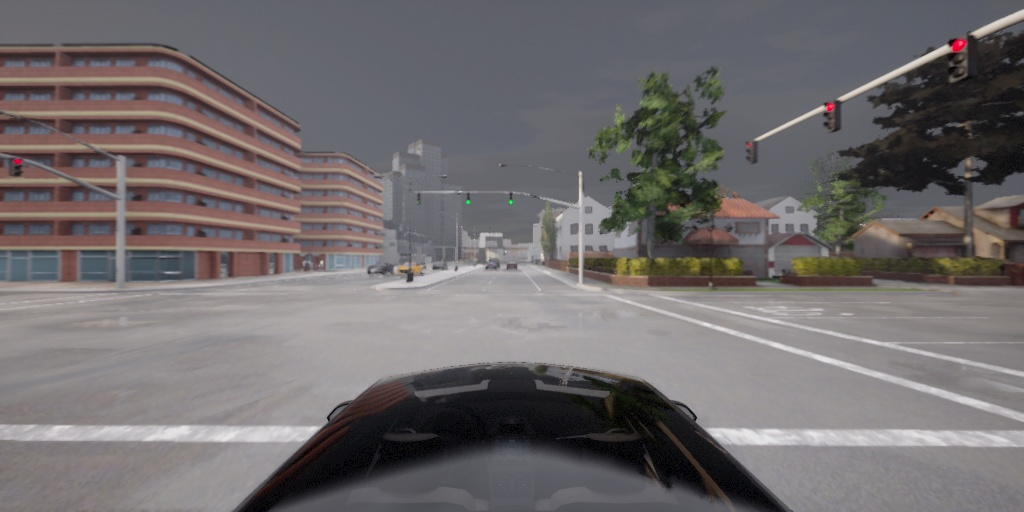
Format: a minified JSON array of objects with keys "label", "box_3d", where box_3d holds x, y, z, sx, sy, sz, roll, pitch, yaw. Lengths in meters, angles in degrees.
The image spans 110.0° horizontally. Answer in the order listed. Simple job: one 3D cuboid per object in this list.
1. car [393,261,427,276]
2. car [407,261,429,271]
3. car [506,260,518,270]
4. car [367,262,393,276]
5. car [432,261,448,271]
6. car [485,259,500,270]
[{"label":"car","box_3d":[-11.571,1.445,40.953,1.882,1.535,5.008,0,-1,0]},{"label":"car","box_3d":[-15.024,1.554,57.679,2.128,1.511,4.902,0,0,0]},{"label":"car","box_3d":[-0.006,1.555,60.640,1.882,1.535,5.008,0,0,0]},{"label":"car","box_3d":[-15.066,1.462,41.335,2.128,1.511,4.902,0,0,0]},{"label":"car","box_3d":[-11.523,1.565,57.728,1.837,1.490,4.892,0,0,0]},{"label":"car","box_3d":[-3.506,1.606,61.056,1.812,1.442,4.674,0,0,0]}]
